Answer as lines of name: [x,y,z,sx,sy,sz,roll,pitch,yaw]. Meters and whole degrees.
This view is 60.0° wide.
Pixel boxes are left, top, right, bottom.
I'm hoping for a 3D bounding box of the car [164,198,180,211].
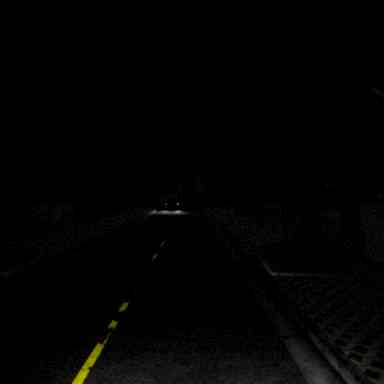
car: [-2.704,1.603,45.702,2.097,1.767,4.553,0,0,0]
